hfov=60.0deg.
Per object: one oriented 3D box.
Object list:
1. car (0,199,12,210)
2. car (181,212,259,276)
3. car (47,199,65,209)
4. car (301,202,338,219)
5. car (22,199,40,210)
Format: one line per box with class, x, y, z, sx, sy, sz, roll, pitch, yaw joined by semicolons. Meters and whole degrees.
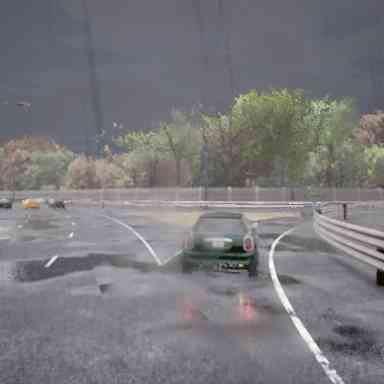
car;-27.822;1.808;49.003;1.882;1.535;5.008;0;-1;-37
car;1.076;1.425;10.865;2.097;1.767;4.553;0;0;10
car;-21.185;1.849;51.743;1.837;1.490;4.892;0;-2;-35
car;11.795;1.697;30.667;2.128;1.511;4.902;-1;-1;44
car;-24.288;1.815;50.077;1.882;1.535;5.008;0;-1;-35
